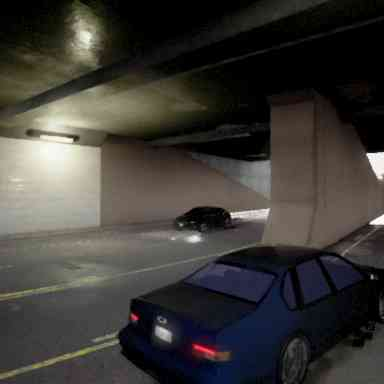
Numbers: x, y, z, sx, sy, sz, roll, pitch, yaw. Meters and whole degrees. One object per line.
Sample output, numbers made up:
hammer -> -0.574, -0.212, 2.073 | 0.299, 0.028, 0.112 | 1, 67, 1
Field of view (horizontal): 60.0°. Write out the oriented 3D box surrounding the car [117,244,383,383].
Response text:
car -> 1.520, 1.581, 5.304 | 5.357, 1.411, 2.033 | 0, -1, -43

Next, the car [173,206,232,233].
car -> 0.773, 1.658, 21.116 | 1.837, 1.490, 4.892 | -1, 0, 35
